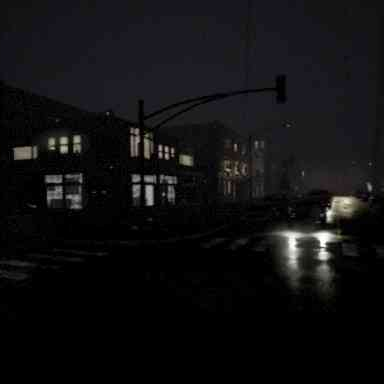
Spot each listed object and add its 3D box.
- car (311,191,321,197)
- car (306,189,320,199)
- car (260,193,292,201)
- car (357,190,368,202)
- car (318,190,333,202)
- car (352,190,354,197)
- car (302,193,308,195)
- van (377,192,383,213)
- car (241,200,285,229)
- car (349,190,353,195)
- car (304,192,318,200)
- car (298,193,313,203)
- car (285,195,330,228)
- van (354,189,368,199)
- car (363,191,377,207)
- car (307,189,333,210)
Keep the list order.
[{"bbox_3d":[28.206,0.440,75.680,1.752,1.417,4.829,-1,1,23],"label":"car"},{"bbox_3d":[23.878,0.383,65.639,2.192,1.841,5.009,-1,1,23],"label":"car"},{"bbox_3d":[6.308,1.011,24.859,2.192,1.841,5.009,-1,1,23],"label":"car"},{"bbox_3d":[24.989,0.752,47.033,1.947,1.339,4.313,-1,1,23],"label":"car"},{"bbox_3d":[20.614,0.585,51.282,2.097,1.767,4.553,-1,1,23],"label":"car"},{"bbox_3d":[31.644,0.473,62.481,1.752,1.417,4.829,-1,1,23],"label":"car"},{"bbox_3d":[10.704,1.090,35.056,2.008,1.369,4.403,-1,1,23],"label":"car"},{"bbox_3d":[16.201,0.841,26.642,1.690,1.788,3.998,-1,1,23],"label":"van"},{"bbox_3d":[4.116,1.357,19.764,1.802,1.307,4.206,-1,1,23],"label":"car"},{"bbox_3d":[35.970,0.360,72.521,1.947,1.339,4.313,-1,1,23],"label":"car"},{"bbox_3d":[21.685,0.697,60.543,2.008,1.369,4.403,-1,1,23],"label":"car"},{"bbox_3d":[17.225,0.831,50.192,1.752,1.417,4.829,-1,1,23],"label":"car"},{"bbox_3d":[7.122,1.194,20.206,1.882,1.535,5.008,-1,1,23],"label":"car"},{"bbox_3d":[29.379,0.370,57.226,1.690,1.788,3.998,-1,1,23],"label":"van"},{"bbox_3d":[20.596,0.893,36.839,2.008,1.369,4.403,-1,1,23],"label":"car"},{"bbox_3d":[13.237,0.719,34.388,2.150,2.045,5.566,-1,0,24],"label":"car"}]
